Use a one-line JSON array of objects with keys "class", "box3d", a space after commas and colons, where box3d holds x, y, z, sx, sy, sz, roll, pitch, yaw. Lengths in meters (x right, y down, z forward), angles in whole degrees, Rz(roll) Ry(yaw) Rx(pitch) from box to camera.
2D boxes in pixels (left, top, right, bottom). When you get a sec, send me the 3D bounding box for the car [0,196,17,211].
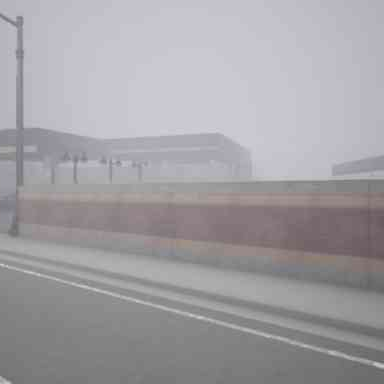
[{"class": "car", "box3d": [-19.883, 1.256, 38.651, 2.242, 1.667, 4.611, 0, 0, 37]}]
